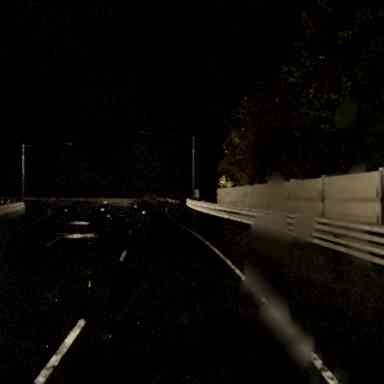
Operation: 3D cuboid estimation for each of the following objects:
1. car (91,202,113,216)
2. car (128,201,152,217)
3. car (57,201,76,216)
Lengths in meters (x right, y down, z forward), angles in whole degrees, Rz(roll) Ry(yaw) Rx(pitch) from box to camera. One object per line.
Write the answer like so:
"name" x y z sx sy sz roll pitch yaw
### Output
"car" -9.296 1.719 34.247 1.994 1.385 4.181 0 0 -18
"car" -5.098 1.632 32.603 1.837 1.490 4.892 0 0 -17
"car" -13.505 1.708 35.714 1.812 1.442 4.674 0 0 -20
